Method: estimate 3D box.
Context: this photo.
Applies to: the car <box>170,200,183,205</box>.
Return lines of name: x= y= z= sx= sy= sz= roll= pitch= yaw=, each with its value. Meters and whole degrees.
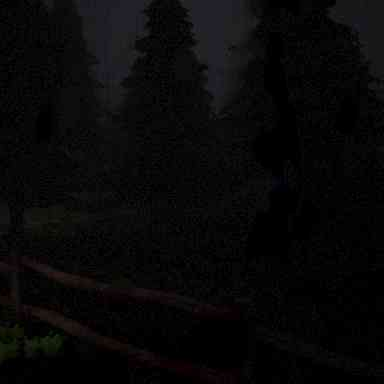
car: x=-2.726 y=1.591 z=37.117 sx=4.181 sy=1.385 sz=1.994 roll=0 pitch=0 yaw=-13
